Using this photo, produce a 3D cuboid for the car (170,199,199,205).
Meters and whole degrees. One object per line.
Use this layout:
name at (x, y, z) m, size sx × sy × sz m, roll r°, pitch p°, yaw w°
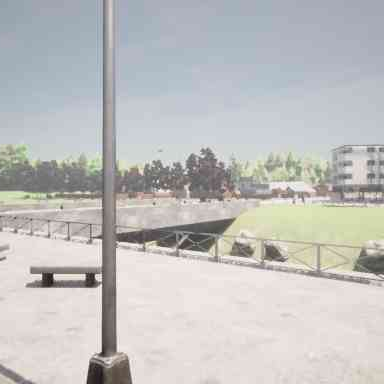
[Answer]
car at (-0.974, 1.601, 47.374) m, size 1.895 × 1.301 × 4.718 m, roll 0°, pitch 0°, yaw 36°
